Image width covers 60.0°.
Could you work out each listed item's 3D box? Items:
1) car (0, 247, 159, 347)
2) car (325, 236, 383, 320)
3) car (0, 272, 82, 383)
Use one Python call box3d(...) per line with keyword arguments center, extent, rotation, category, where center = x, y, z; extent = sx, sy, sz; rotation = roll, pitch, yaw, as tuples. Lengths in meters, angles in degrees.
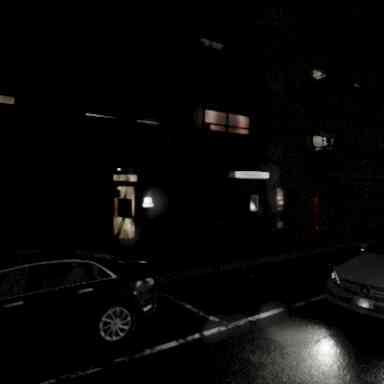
box3d(center=(-2.591, 1.548, 4.717), extent=(4.403, 1.369, 2.008), rotation=(0, 0, -35), category="car")
box3d(center=(4.630, 1.495, 6.662), extent=(4.674, 1.442, 1.812), rotation=(0, 0, -36), category="car")
box3d(center=(-3.318, 1.557, 1.019), extent=(5.357, 1.411, 2.033), rotation=(0, 0, -36), category="car")
